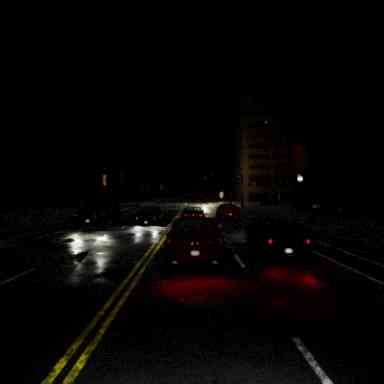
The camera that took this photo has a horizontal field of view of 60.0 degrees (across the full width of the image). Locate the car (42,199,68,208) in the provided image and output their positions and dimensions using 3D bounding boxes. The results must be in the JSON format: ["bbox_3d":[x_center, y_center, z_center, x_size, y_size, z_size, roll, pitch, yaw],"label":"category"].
[{"bbox_3d":[-24.687,2.341,61.630,4.313,1.339,1.947,0,0,0],"label":"car"}]

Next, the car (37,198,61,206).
[{"bbox_3d":[-30.110,2.196,70.155,4.097,1.590,1.967,0,0,0],"label":"car"}]

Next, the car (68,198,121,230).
[{"bbox_3d":[-6.585,1.486,23.722,2.150,2.045,5.566,0,-1,0],"label":"car"}]

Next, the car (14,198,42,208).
[{"bbox_3d":[-30.114,2.109,61.629,5.009,1.841,2.192,0,0,0],"label":"car"}]

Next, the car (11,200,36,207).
[{"bbox_3d":[-35.534,2.357,70.156,4.206,1.307,1.802,0,0,0],"label":"car"}]

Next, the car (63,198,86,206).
[{"bbox_3d":[-24.685,2.177,70.154,4.097,1.590,1.967,0,0,0],"label":"car"}]

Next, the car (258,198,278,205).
[{"bbox_3d":[16.729,2.103,73.256,4.097,1.590,1.967,0,0,0],"label":"car"}]

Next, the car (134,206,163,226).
[{"bbox_3d":[-3.333,1.842,26.644,2.033,1.411,5.357,0,-1,0],"label":"car"}]

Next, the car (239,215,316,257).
[{"bbox_3d":[3.352,1.757,13.710,1.895,1.301,4.718,0,-1,0],"label":"car"}]

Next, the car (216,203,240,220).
[{"bbox_3d":[3.367,1.823,31.591,1.882,1.535,5.008,0,-1,0],"label":"car"}]

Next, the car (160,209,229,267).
[{"bbox_3d":[0.097,1.615,12.016,1.882,1.535,5.008,0,0,0],"label":"car"}]

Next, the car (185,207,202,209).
[{"bbox_3d":[0.113,1.917,28.792,1.895,1.301,4.718,0,-1,0],"label":"car"}]
